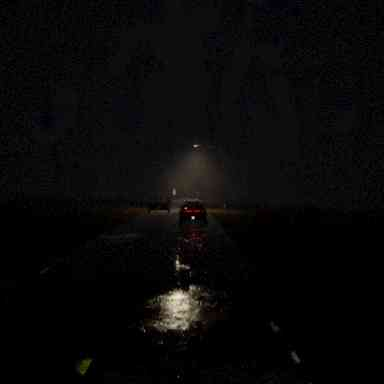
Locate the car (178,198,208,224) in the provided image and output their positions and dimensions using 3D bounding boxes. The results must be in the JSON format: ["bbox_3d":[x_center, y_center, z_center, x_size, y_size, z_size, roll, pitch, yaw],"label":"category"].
[{"bbox_3d":[0.075,1.424,24.273,1.837,1.490,4.892,0,0,0],"label":"car"}]

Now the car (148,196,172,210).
[{"bbox_3d":[-2.781,1.002,29.228,1.882,1.535,5.008,0,0,0],"label":"car"}]
